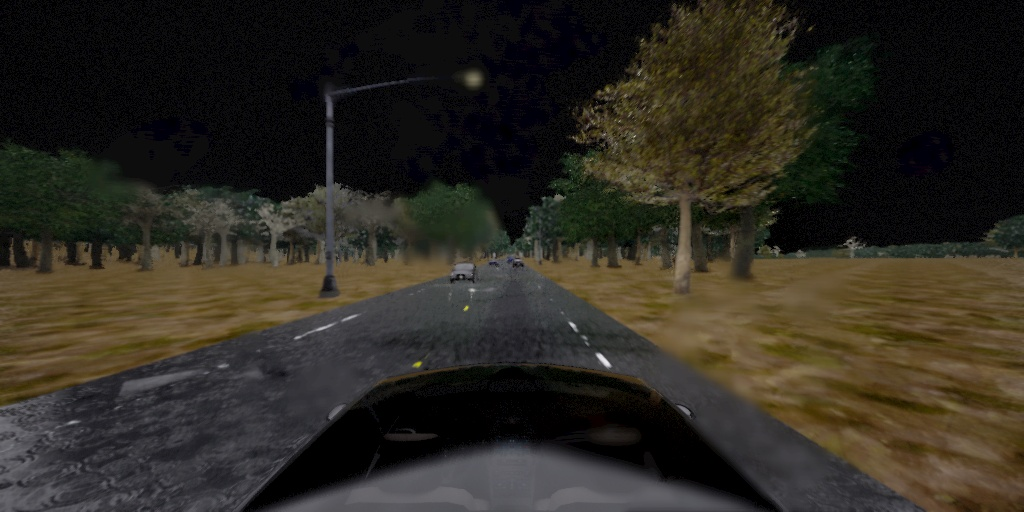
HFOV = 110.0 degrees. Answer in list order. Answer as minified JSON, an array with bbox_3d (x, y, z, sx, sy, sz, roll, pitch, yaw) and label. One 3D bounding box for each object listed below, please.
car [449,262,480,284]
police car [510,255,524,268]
[{"bbox_3d":[-3.571,1.260,27.579,1.837,1.490,4.892,0,0,0],"label":"car"},{"bbox_3d":[1.068,1.152,61.215,1.930,1.638,5.238,0,0,0],"label":"police car"}]
